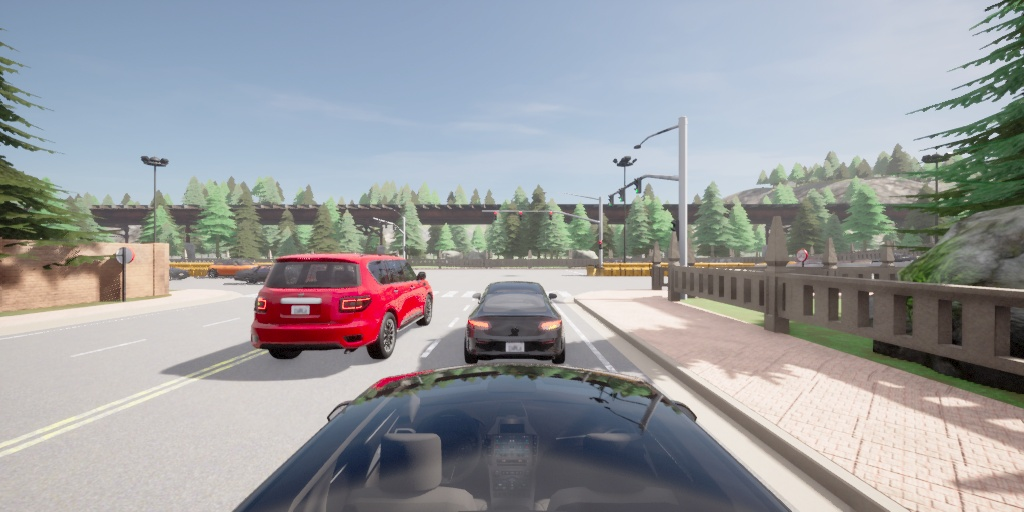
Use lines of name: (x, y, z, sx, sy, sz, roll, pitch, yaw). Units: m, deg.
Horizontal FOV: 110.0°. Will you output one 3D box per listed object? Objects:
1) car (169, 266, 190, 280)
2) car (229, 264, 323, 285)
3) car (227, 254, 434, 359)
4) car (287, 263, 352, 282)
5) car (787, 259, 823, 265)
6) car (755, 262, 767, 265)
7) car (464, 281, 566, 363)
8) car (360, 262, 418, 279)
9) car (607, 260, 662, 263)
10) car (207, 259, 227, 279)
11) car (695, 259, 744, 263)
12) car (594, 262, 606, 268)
car: (-28.817, 1.312, 29.101, 4.181, 1.385, 1.994, 0, 0, 0)
car: (-16.663, 1.297, 25.547, 5.357, 1.411, 2.033, 0, 0, 0)
car: (-3.441, 0.971, 8.520, 2.150, 2.045, 5.566, 0, 0, 0)
car: (-15.480, 1.314, 29.043, 4.181, 1.385, 1.994, 0, 0, 0)
car: (32.705, 1.323, 39.567, 4.718, 1.301, 1.895, -1, 0, 0)
car: (33.947, 1.179, 46.565, 5.008, 1.535, 1.882, -1, 0, 0)
car: (0.061, 1.276, 7.969, 1.812, 1.442, 4.674, 0, 0, 0)
car: (-11.073, 1.275, 32.522, 4.674, 1.442, 1.812, 0, 0, 0)
car: (13.404, 1.228, 39.618, 5.008, 1.535, 1.882, 0, 0, 0)
car: (-24.782, 1.101, 32.583, 4.553, 1.767, 2.097, 0, 0, 0)
car: (22.425, 1.102, 39.584, 4.553, 1.767, 2.097, 0, 0, 0)
car: (13.129, 1.241, 46.618, 4.902, 1.511, 2.128, 0, 0, 0)
